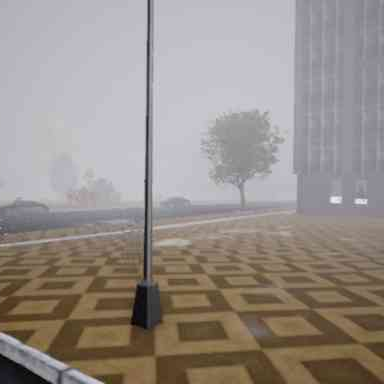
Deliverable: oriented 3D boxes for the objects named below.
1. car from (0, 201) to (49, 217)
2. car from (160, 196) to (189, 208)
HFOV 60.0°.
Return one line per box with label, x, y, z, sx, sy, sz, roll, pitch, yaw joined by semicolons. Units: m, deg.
car;-15.277;1.483;30.314;1.994;1.385;4.181;1;1;38
car;-2.424;1.374;46.662;1.882;1.535;5.008;1;1;38
